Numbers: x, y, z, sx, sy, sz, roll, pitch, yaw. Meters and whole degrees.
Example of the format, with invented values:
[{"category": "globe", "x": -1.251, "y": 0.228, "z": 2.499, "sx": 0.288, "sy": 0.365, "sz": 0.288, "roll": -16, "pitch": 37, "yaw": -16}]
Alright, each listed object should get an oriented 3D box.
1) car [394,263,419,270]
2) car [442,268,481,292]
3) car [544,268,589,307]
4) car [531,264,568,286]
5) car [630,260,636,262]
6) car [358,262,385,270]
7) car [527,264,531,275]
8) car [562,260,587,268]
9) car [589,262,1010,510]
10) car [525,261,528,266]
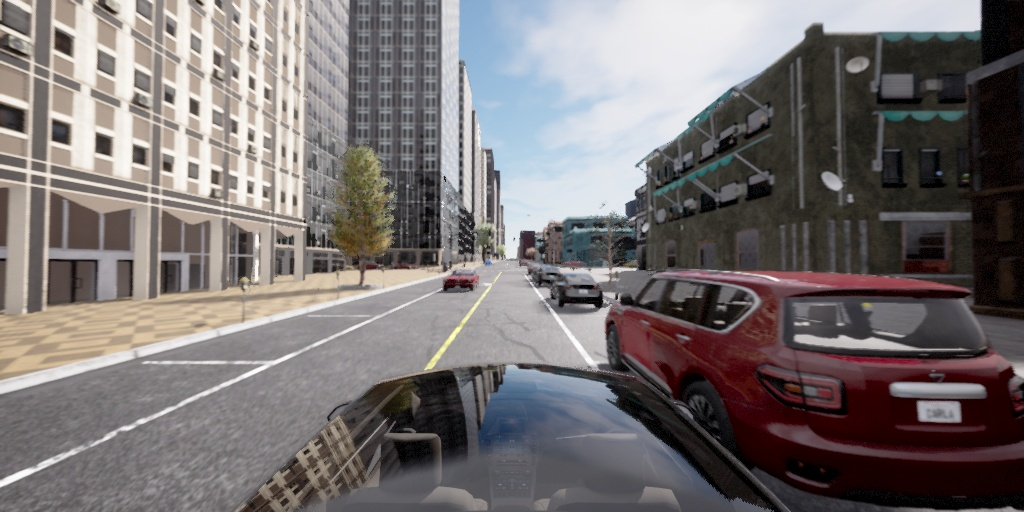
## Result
[{"category": "car", "x": -17.424, "y": 1.723, "z": 59.115, "sx": 4.207, "sy": 1.307, "sz": 1.802, "roll": 0, "pitch": 0, "yaw": 1}, {"category": "car", "x": -3.103, "y": 1.468, "z": 22.609, "sx": 1.895, "sy": 1.301, "sz": 4.718, "roll": 0, "pitch": 0, "yaw": 0}, {"category": "car", "x": 2.690, "y": 1.394, "z": 15.609, "sx": 1.948, "sy": 1.339, "sz": 4.313, "roll": 0, "pitch": 0, "yaw": 0}, {"category": "car", "x": 2.689, "y": 1.454, "z": 26.564, "sx": 1.948, "sy": 1.339, "sz": 4.313, "roll": 0, "pitch": 0, "yaw": 0}, {"category": "car", "x": 20.684, "y": 1.302, "z": 58.755, "sx": 4.829, "sy": 1.417, "sz": 1.751, "roll": 0, "pitch": 0, "yaw": 1}, {"category": "car", "x": -23.107, "y": 1.636, "z": 59.169, "sx": 4.097, "sy": 1.591, "sz": 1.967, "roll": 0, "pitch": 0, "yaw": 1}, {"category": "car", "x": 2.688, "y": 1.469, "z": 32.042, "sx": 2.007, "sy": 1.370, "sz": 4.403, "roll": 0, "pitch": 0, "yaw": 0}, {"category": "car", "x": 10.678, "y": 1.343, "z": 61.558, "sx": 4.181, "sy": 1.385, "sz": 1.994, "roll": -1, "pitch": -1, "yaw": 1}, {"category": "car", "x": 2.691, "y": 1.081, "z": 4.654, "sx": 2.192, "sy": 1.841, "sz": 5.009, "roll": 0, "pitch": 0, "yaw": 0}, {"category": "car", "x": 2.811, "y": 1.560, "z": 42.994, "sx": 1.802, "sy": 1.307, "sz": 4.207, "roll": 0, "pitch": 0, "yaw": 0}]
